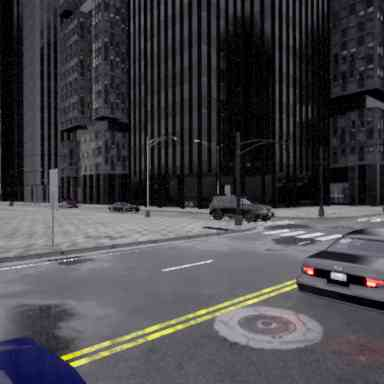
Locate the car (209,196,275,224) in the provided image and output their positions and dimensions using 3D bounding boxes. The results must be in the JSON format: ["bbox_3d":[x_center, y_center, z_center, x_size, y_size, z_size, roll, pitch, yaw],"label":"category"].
[{"bbox_3d":[3.862,1.349,26.748,2.150,2.045,5.566,0,0,-45],"label":"car"}]

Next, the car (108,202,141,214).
[{"bbox_3d":[-8.125,1.912,39.810,1.895,1.301,4.718,0,0,-42],"label":"car"}]

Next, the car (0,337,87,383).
[{"bbox_3d":[-2.616,1.602,1.199,4.718,1.301,1.895,0,0,-42],"label":"car"}]

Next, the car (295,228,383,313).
[{"bbox_3d":[4.457,1.543,7.569,5.357,1.411,2.033,0,0,-42],"label":"car"}]

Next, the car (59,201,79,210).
[{"bbox_3d":[-19.431,2.057,52.471,1.994,1.385,4.181,0,0,-41],"label":"car"}]
